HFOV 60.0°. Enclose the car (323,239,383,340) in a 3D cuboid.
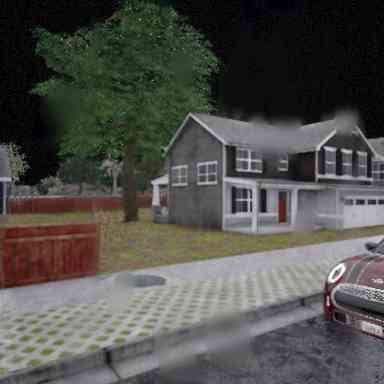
[{"bbox_3d":[4.458,1.361,6.020,4.553,1.767,2.097,0,0,-33],"label":"car"}]
